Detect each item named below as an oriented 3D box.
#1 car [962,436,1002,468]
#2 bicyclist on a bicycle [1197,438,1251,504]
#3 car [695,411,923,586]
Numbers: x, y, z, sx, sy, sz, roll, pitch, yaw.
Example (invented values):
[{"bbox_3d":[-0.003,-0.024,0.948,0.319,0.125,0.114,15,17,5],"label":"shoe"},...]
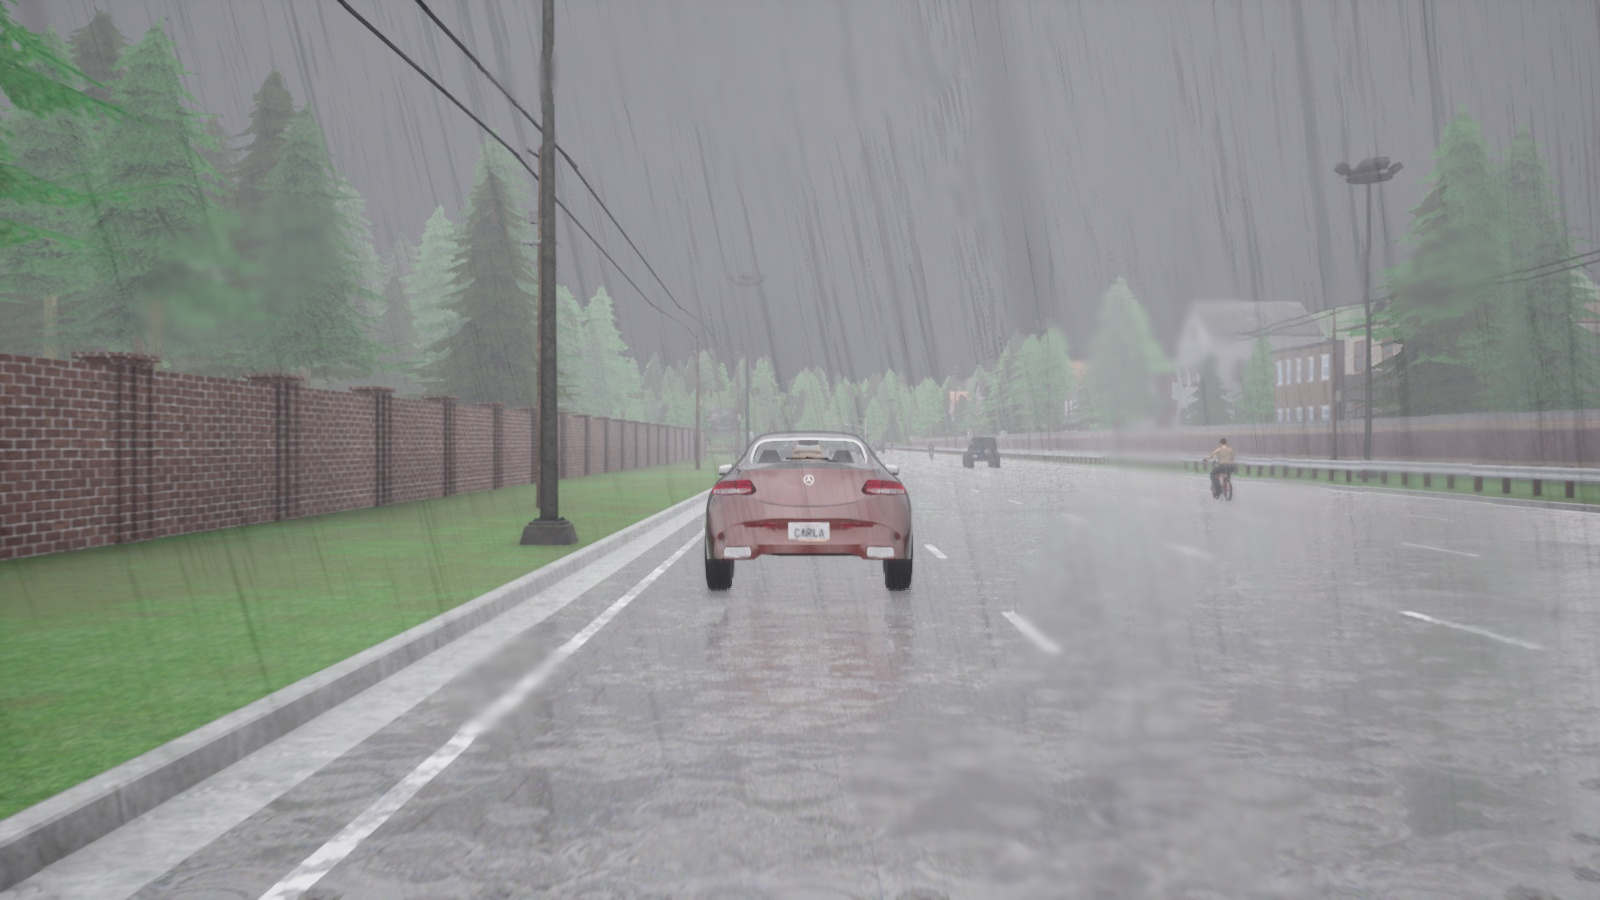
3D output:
[{"bbox_3d":[10.953,0.127,75.853,1.905,1.878,3.866,0,0,0],"label":"car"},{"bbox_3d":[10.695,0.514,31.758,0.866,1.612,1.509,0,0,1],"label":"bicyclist on a bicycle"},{"bbox_3d":[0.099,0.445,14.400,2.152,1.651,5.027,0,0,0],"label":"car"}]
